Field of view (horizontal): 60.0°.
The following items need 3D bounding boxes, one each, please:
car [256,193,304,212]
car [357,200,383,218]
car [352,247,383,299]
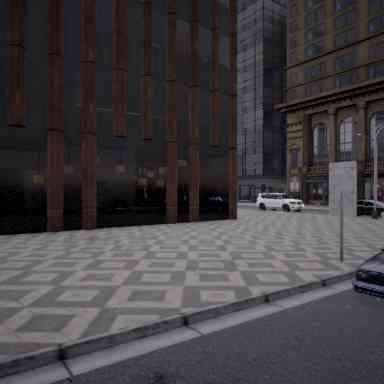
[{"bbox_3d":[9.622,1.143,36.776,2.150,2.045,5.566,0,0,-36],"label":"car"},{"bbox_3d":[15.395,1.454,28.656,1.837,1.490,4.892,0,0,-37],"label":"car"},{"bbox_3d":[5.855,1.548,7.586,5.357,1.411,2.033,0,0,-36],"label":"car"}]
